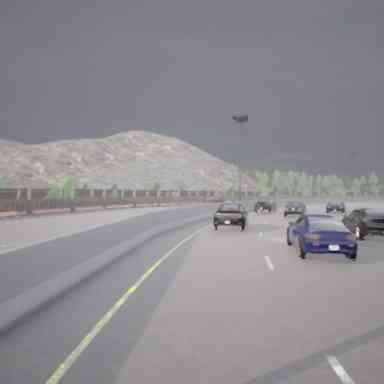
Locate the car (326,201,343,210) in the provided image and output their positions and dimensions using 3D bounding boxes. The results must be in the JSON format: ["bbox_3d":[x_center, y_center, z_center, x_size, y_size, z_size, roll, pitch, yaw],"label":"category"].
[{"bbox_3d":[16.743,1.719,38.584,1.895,1.301,4.718,0,0,27],"label":"car"}]

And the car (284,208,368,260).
[{"bbox_3d":[4.741,1.561,12.581,1.812,1.442,4.674,0,0,8],"label":"car"}]

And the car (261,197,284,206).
[{"bbox_3d":[15.061,1.711,61.935,2.033,1.411,5.357,0,0,39],"label":"car"}]

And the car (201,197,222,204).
[{"bbox_3d":[3.497,1.560,57.818,1.882,1.535,5.008,0,0,33],"label":"car"}]

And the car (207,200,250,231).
[{"bbox_3d":[2.560,1.476,20.980,2.128,1.511,4.902,0,0,13],"label":"car"}]

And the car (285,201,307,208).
[{"bbox_3d":[10.163,1.630,32.628,2.033,1.411,5.357,0,0,22],"label":"car"}]

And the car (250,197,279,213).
[{"bbox_3d":[8.521,1.500,38.169,1.837,1.490,4.892,0,0,25],"label":"car"}]

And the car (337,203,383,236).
[{"bbox_3d":[9.138,1.565,17.177,1.837,1.490,4.892,0,0,12],"label":"car"}]
